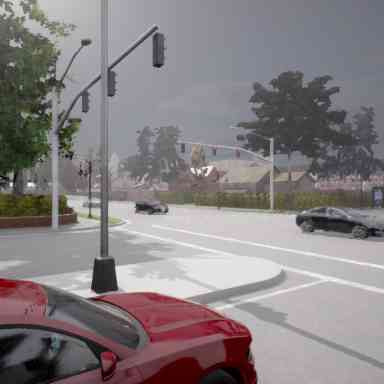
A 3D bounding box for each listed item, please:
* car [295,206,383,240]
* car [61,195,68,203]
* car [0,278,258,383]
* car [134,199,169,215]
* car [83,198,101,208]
[{"bbox_3d":[7.646,1.491,17.124,2.128,1.511,4.902,0,0,-34],"label":"car"},{"bbox_3d":[-25.073,1.351,62.817,2.097,1.767,4.553,0,0,-35],"label":"car"},{"bbox_3d":[-1.653,1.478,2.590,5.008,1.535,1.882,0,0,-35],"label":"car"},{"bbox_3d":[-4.164,1.491,33.837,2.128,1.511,4.902,0,0,-36],"label":"car"},{"bbox_3d":[-14.118,1.525,47.574,1.812,1.442,4.674,0,0,-36],"label":"car"}]
